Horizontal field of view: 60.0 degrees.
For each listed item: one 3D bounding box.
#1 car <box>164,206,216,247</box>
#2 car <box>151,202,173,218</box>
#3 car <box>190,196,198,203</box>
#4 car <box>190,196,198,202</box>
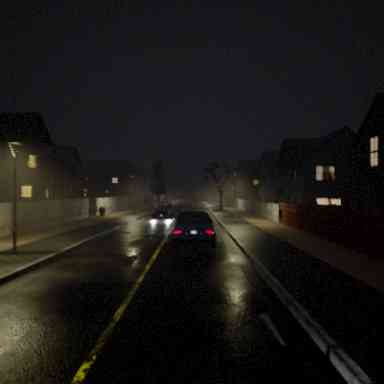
[{"bbox_3d":[0.084,1.573,15.020,2.033,1.411,5.357,0,0,0],"label":"car"},{"bbox_3d":[-2.570,1.606,30.702,2.033,1.411,5.357,0,0,0],"label":"car"},{"bbox_3d":[0.487,1.710,79.528,2.097,1.767,4.553,0,0,0],"label":"car"},{"bbox_3d":[0.548,1.880,89.566,2.033,1.411,5.357,0,0,0],"label":"car"}]
